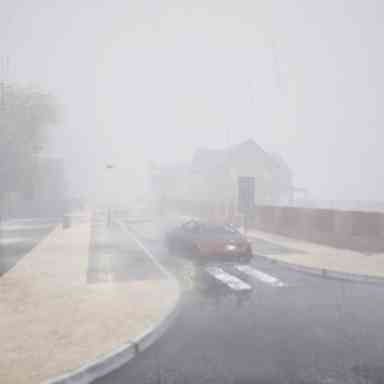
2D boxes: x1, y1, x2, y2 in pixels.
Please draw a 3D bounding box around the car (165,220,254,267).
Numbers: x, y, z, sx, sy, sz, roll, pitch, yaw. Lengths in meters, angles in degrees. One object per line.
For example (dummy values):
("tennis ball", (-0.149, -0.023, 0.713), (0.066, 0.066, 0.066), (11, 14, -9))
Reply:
("car", (0.453, 1.696, 12.115), (1.994, 1.385, 4.181), (1, -1, -23))
